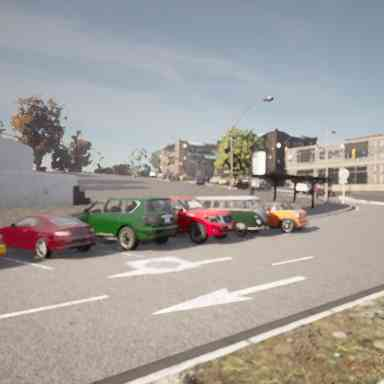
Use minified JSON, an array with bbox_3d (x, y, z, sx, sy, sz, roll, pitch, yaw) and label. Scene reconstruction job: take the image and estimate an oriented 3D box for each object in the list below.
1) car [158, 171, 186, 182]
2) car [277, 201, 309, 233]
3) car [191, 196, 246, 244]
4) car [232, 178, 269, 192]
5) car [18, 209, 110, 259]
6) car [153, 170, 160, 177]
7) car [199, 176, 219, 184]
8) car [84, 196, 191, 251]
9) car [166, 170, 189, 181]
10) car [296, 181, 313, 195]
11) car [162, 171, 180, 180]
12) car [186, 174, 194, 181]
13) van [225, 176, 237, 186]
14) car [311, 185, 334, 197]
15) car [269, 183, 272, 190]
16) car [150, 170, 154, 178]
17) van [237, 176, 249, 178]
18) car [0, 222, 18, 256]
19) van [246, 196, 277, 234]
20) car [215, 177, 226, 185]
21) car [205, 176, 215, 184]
[{"bbox_3d":[-3.994,-2.868,65.233,2.128,1.511,4.902,2,4,-35],"label":"car"},{"bbox_3d":[4.318,1.310,19.420,4.553,1.767,2.185,-1,0,35],"label":"car"},{"bbox_3d":[-0.627,1.206,15.996,5.566,2.045,2.435,-1,-1,35],"label":"car"},{"bbox_3d":[8.393,-0.858,47.836,1.994,1.385,4.181,2,4,-36],"label":"car"},{"bbox_3d":[-5.564,1.520,12.530,4.674,1.452,2.002,-1,0,35],"label":"car"},{"bbox_3d":[-6.888,-4.340,84.797,2.185,1.767,4.553,4,1,33],"label":"car"},{"bbox_3d":[3.612,-2.570,70.106,2.002,1.452,4.674,7,3,35],"label":"car"},{"bbox_3d":[-3.139,1.218,14.289,5.566,2.045,2.435,-1,0,35],"label":"car"},{"bbox_3d":[-3.358,-3.953,79.865,2.435,2.045,5.566,7,4,34],"label":"car"},{"bbox_3d":[17.484,-0.677,50.390,2.435,2.045,5.566,7,3,35],"label":"car"},{"bbox_3d":[-5.155,-4.105,82.330,2.185,1.767,4.553,6,3,34],"label":"car"},{"bbox_3d":[-1.503,-3.431,77.609,1.946,1.575,5.366,6,3,34],"label":"car"},{"bbox_3d":[8.769,-2.016,62.598,1.878,1.987,4.442,7,4,35],"label":"van"},{"bbox_3d":[19.179,-0.114,47.921,2.002,1.452,4.674,7,3,35],"label":"car"},{"bbox_3d":[12.265,-1.244,57.770,2.231,1.521,4.892,7,3,35],"label":"car"},{"bbox_3d":[-8.662,-4.617,87.143,2.435,2.045,5.566,1,-1,34],"label":"car"},{"bbox_3d":[10.501,-1.742,60.129,1.878,1.987,4.442,7,4,35],"label":"van"},{"bbox_3d":[-8.169,1.491,10.900,5.366,1.575,1.946,-1,0,35],"label":"car"},{"bbox_3d":[1.910,1.219,17.668,4.442,1.987,1.878,-1,-1,35],"label":"van"},{"bbox_3d":[7.192,-2.066,65.328,1.946,1.575,5.366,7,3,35],"label":"car"},{"bbox_3d":[5.358,-2.297,67.646,2.002,1.452,4.674,7,4,35],"label":"car"}]
